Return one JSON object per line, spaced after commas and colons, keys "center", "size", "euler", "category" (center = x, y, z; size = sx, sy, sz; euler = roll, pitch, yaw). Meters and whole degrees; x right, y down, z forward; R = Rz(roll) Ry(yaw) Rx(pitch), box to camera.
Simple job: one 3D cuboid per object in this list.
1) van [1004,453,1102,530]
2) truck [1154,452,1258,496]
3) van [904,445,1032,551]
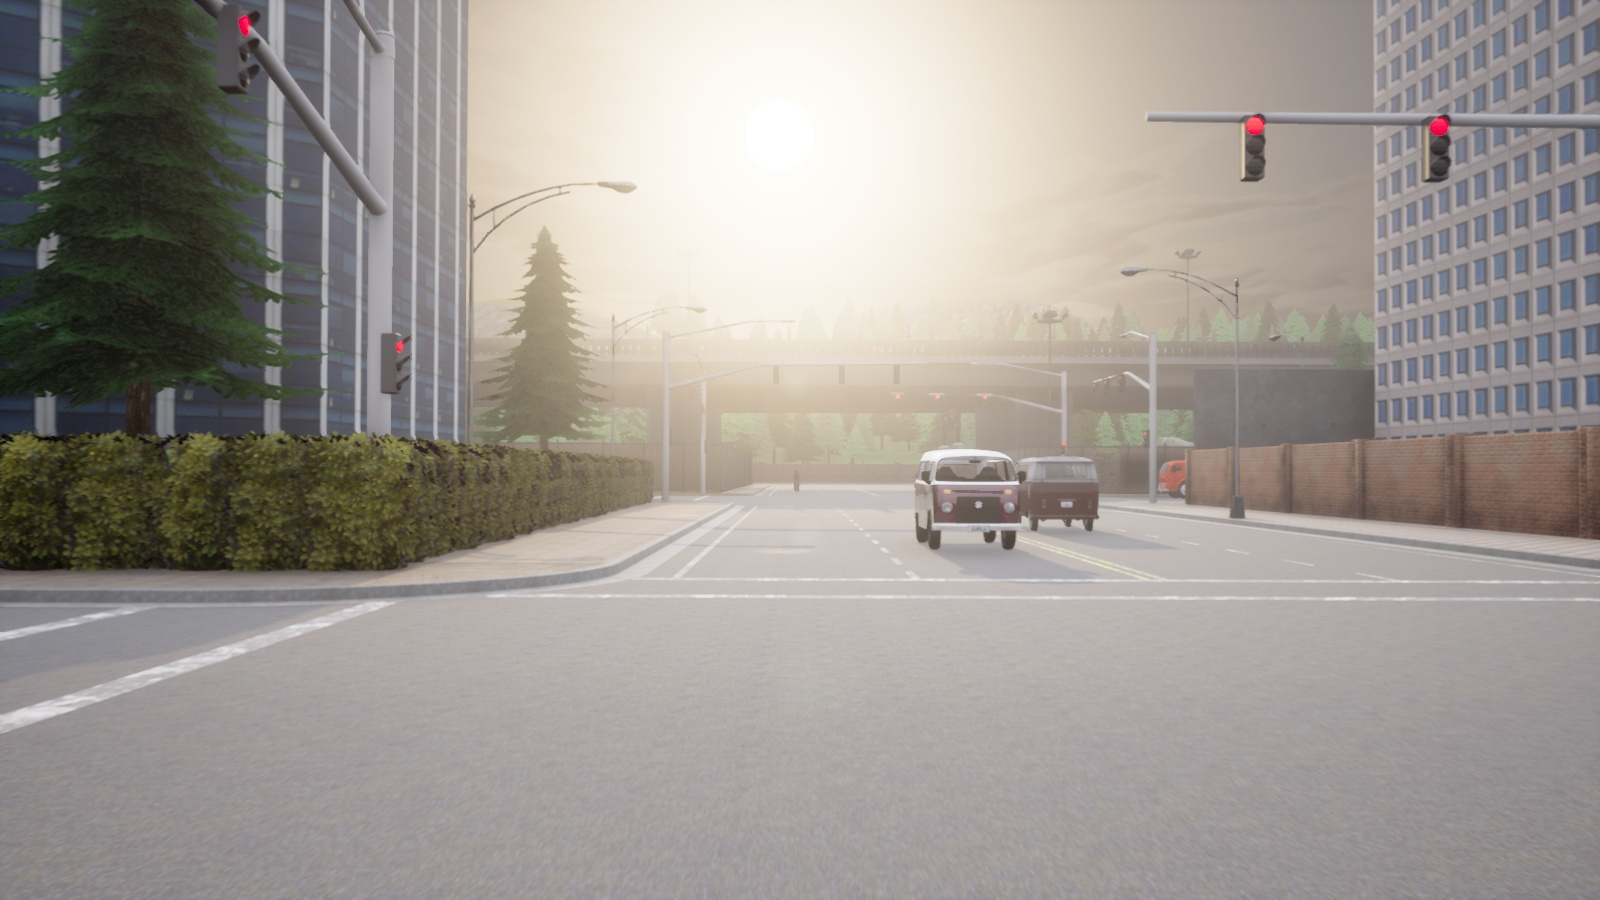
{"center": [6.915, 1.121, 34.724], "size": [1.775, 1.987, 4.442], "euler": [0, -1, 0], "category": "van"}
{"center": [23.538, 1.409, 72.937], "size": [5.204, 2.467, 2.627], "euler": [0, -1, 0], "category": "truck"}
{"center": [3.434, 0.967, 26.457], "size": [2.069, 2.038, 4.480], "euler": [0, -1, 0], "category": "van"}
